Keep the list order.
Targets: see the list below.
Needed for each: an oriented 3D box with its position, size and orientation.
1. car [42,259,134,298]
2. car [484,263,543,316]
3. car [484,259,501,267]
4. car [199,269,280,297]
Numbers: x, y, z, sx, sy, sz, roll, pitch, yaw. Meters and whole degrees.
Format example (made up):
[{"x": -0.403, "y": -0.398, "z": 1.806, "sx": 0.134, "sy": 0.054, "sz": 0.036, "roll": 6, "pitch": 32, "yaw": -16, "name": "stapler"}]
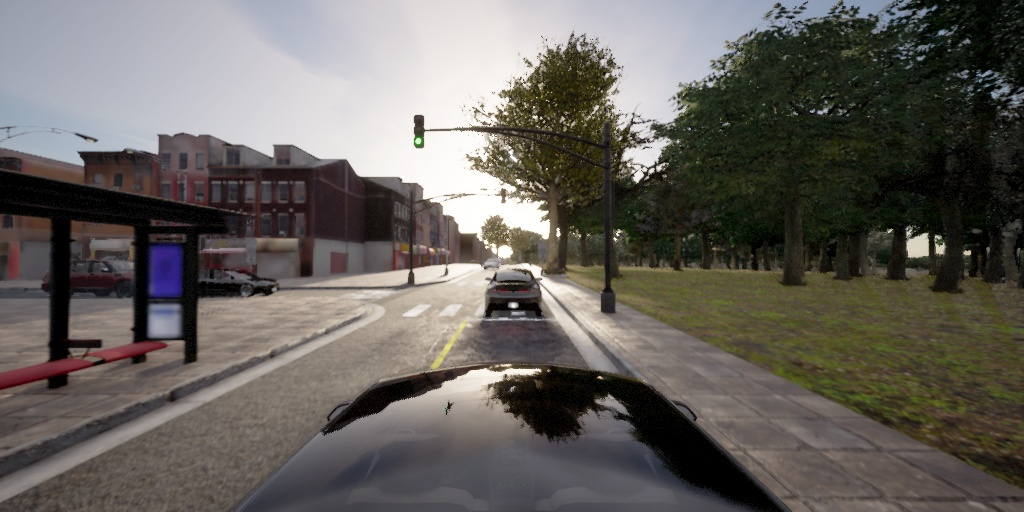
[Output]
[{"x": -19.013, "y": 1.046, "z": 17.047, "sx": 5.009, "sy": 1.841, "sz": 2.192, "roll": 0, "pitch": 0, "yaw": 0, "name": "car"}, {"x": 0.062, "y": 1.175, "z": 12.984, "sx": 1.837, "sy": 1.490, "sz": 4.892, "roll": 0, "pitch": 1, "yaw": 0, "name": "car"}, {"x": -2.811, "y": 1.125, "z": 48.738, "sx": 1.812, "sy": 1.442, "sz": 4.674, "roll": 0, "pitch": 0, "yaw": 0, "name": "car"}, {"x": -13.484, "y": 1.265, "z": 17.075, "sx": 4.313, "sy": 1.339, "sz": 1.948, "roll": 0, "pitch": 0, "yaw": 0, "name": "car"}]
